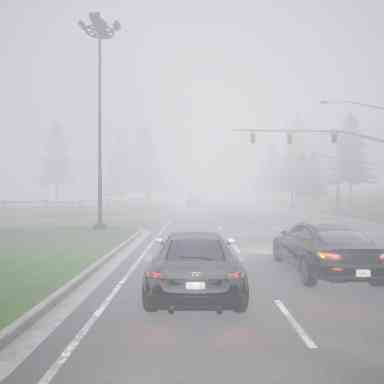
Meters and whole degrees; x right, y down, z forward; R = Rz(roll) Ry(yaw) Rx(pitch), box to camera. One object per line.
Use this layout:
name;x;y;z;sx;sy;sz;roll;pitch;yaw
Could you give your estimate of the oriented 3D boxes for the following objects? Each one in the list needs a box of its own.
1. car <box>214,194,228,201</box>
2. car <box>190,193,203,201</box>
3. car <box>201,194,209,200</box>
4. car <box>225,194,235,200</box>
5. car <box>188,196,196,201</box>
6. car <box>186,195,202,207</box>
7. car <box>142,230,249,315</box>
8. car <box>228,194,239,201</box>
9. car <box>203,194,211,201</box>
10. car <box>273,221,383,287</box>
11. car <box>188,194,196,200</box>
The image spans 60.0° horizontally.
car;7.037;1.516;82.158;1.812;1.442;4.674;0;0;0
car;0.444;1.223;66.000;2.150;2.045;5.566;0;0;0
car;3.541;1.357;92.163;2.128;1.511;4.902;0;0;0
car;10.541;1.372;92.160;2.033;1.411;5.357;0;0;0
car;0.037;1.587;82.191;1.895;1.301;4.718;0;0;0
car;0.023;1.547;51.124;2.033;1.411;5.357;0;0;0
car;0.074;1.564;7.682;1.994;1.385;4.181;0;0;0
car;10.537;1.516;82.156;1.812;1.442;4.674;0;0;0
car;3.537;1.545;82.159;1.994;1.385;4.181;0;0;0
car;3.583;1.526;9.226;1.812;1.442;4.674;0;0;0
car;0.041;1.357;92.164;2.128;1.511;4.902;0;0;0
